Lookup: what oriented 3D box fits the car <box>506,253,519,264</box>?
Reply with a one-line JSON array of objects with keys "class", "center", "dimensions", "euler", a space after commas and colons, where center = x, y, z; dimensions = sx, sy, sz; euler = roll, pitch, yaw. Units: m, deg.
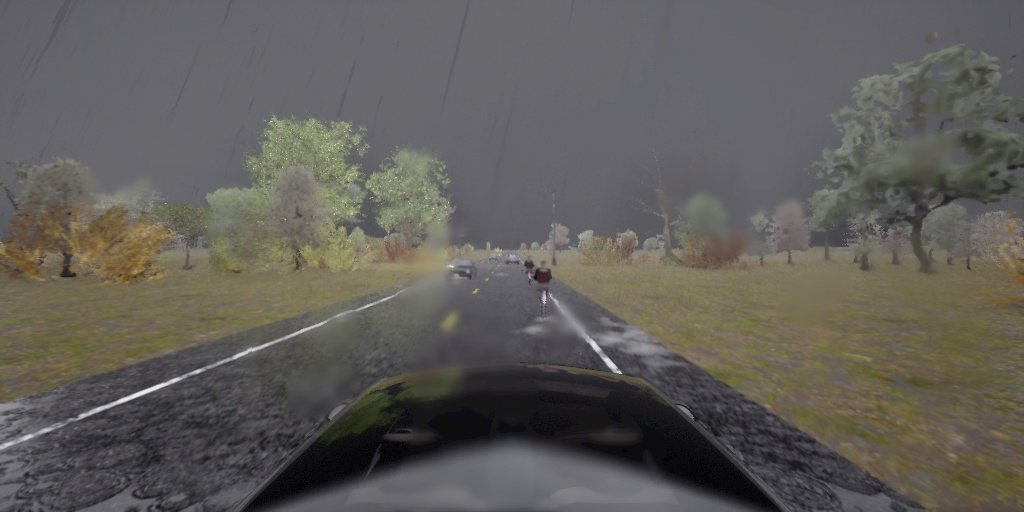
[{"class": "car", "center": [0.103, 0.465, 55.324], "dimensions": [1.994, 1.385, 4.181], "euler": [0, 1, 0]}]

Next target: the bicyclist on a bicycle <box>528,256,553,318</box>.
[{"class": "bicyclist on a bicycle", "center": [0.965, 0.971, 11.278], "dimensions": [0.659, 1.776, 1.843], "euler": [0, 1, 0]}]

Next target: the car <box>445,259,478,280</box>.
[{"class": "car", "center": [-3.589, 0.911, 26.351], "dimensions": [2.033, 1.411, 5.357], "euler": [0, 1, 0]}]

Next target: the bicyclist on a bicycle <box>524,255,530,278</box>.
[{"class": "bicyclist on a bicycle", "center": [0.968, 0.827, 20.484], "dimensions": [0.659, 1.776, 1.843], "euler": [0, 1, 0]}]
